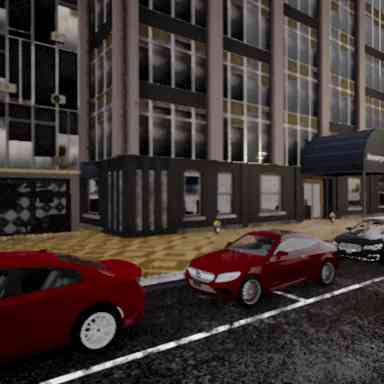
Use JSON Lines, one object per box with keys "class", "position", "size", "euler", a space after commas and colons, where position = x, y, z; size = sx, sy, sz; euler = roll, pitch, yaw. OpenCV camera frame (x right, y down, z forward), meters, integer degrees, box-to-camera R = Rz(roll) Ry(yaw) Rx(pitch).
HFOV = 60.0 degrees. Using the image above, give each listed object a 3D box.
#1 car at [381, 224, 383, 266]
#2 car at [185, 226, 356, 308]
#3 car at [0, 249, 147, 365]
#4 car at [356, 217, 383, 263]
{"class": "car", "position": [6.802, 1.507, 8.228], "size": [4.674, 1.442, 1.812], "euler": [0, 0, -35]}
{"class": "car", "position": [1.812, 1.572, 7.854], "size": [4.206, 1.307, 1.802], "euler": [0, 0, -36]}
{"class": "car", "position": [-2.827, 1.544, 4.544], "size": [4.507, 1.381, 1.887], "euler": [0, 0, -36]}
{"class": "car", "position": [6.450, 1.529, 11.163], "size": [4.403, 1.369, 2.008], "euler": [0, 0, -36]}
